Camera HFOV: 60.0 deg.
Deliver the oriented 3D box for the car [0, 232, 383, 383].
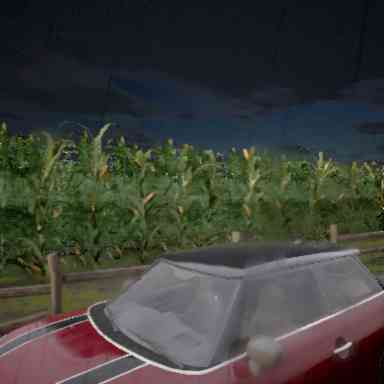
[{"bbox_3d":[0.243,1.379,3.269,4.553,1.767,2.097,0,-1,-37],"label":"car"}]
